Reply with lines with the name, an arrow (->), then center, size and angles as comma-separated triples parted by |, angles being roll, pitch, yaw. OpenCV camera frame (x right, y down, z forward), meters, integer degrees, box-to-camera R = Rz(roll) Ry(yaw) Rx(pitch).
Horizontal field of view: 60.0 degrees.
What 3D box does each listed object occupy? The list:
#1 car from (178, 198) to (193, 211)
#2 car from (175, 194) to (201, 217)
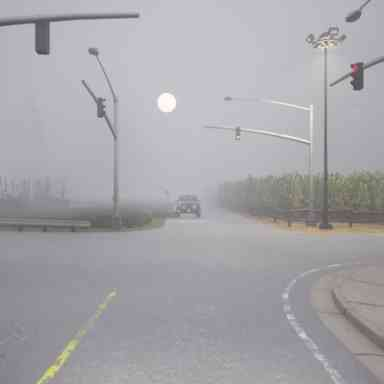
car -> -0.873, 1.571, 41.659 | 1.812, 1.442, 4.674 | 0, 0, -3
car -> -0.400, 1.264, 31.795 | 2.150, 2.045, 5.566 | 0, 0, -3
